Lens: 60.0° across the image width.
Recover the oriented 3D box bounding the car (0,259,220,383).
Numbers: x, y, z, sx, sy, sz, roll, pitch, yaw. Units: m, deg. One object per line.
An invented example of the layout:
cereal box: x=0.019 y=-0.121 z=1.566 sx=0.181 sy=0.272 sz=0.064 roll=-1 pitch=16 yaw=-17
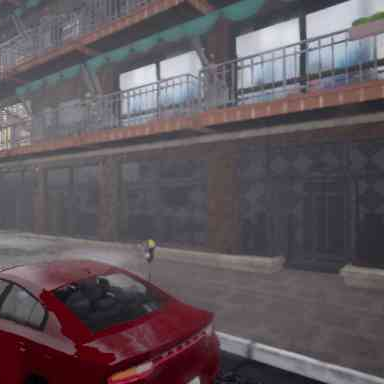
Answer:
car: x=-1.814 y=1.543 z=4.184 sx=4.507 sy=1.381 sz=1.887 roll=0 pitch=-1 yaw=36
